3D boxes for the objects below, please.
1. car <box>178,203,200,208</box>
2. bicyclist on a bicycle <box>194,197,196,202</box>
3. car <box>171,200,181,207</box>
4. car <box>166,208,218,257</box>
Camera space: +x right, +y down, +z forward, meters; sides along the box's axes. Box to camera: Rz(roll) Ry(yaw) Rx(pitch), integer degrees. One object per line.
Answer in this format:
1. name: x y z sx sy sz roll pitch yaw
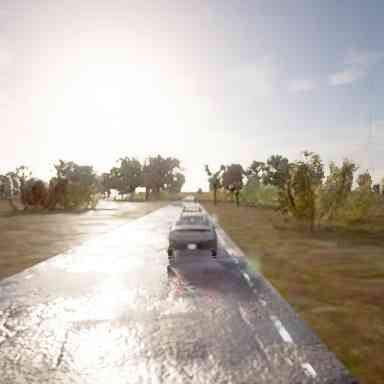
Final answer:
1. car: 0.006 1.876 28.239 1.895 1.301 4.718 0 -1 0
2. bicyclist on a bicycle: 0.792 2.156 87.287 0.659 1.776 1.843 0 0 0
3. car: -3.043 2.198 64.535 1.895 1.301 4.718 0 0 1
4. car: 0.015 1.628 13.503 2.128 1.511 4.902 0 0 0
